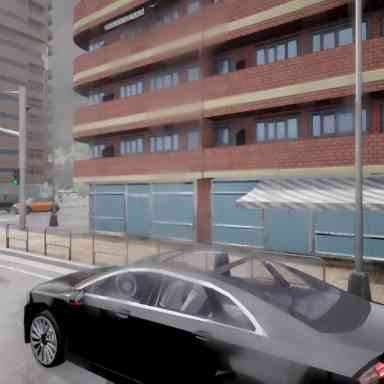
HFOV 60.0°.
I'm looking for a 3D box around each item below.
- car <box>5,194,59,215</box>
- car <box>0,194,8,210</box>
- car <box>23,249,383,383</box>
[{"bbox_3d":[-16.249,1.352,34.471,2.097,1.767,4.553,0,0,36],"label":"car"},{"bbox_3d":[-20.174,1.221,35.029,2.150,2.045,5.566,0,0,35],"label":"car"},{"bbox_3d":[-0.172,1.491,4.112,4.902,1.511,2.128,0,0,35],"label":"car"}]
